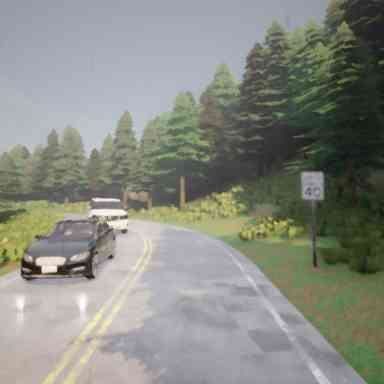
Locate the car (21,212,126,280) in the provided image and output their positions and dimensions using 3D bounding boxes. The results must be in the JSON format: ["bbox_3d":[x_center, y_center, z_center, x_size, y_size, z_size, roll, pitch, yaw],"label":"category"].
[{"bbox_3d":[-3.591,1.624,10.480,2.128,1.511,4.902,0,-1,-3],"label":"car"}]

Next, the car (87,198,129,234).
[{"bbox_3d":[-5.388,1.416,20.938,2.150,2.045,5.566,1,-1,-20],"label":"car"}]
